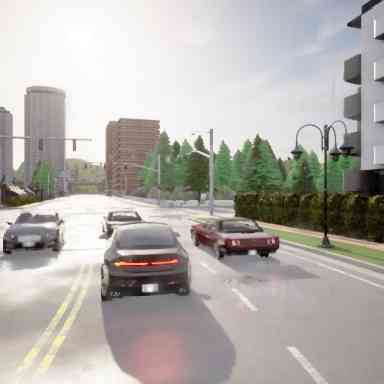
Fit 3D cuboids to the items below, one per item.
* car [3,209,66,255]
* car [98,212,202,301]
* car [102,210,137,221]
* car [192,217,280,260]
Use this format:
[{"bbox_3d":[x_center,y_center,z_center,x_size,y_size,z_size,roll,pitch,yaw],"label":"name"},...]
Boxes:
[{"bbox_3d":[-6.222,1.492,13.521,2.128,1.511,4.902,0,0,-18],"label":"car"},{"bbox_3d":[-1.272,1.505,8.443,1.837,1.490,4.892,0,0,-12],"label":"car"},{"bbox_3d":[-3.637,1.601,17.259,1.895,1.301,4.718,0,0,-18],"label":"car"},{"bbox_3d":[1.340,1.601,12.552,1.895,1.301,4.718,0,0,-15],"label":"car"}]
